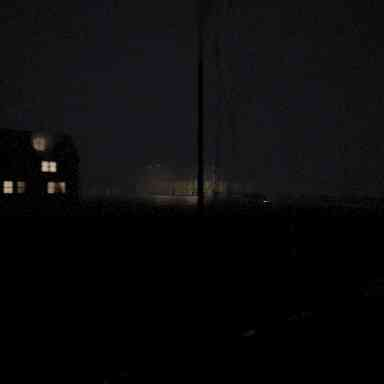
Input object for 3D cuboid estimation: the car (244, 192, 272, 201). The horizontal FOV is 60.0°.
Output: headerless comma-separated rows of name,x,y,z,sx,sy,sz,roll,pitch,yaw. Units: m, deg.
car,11.446,0.789,58.436,2.033,1.411,5.357,0,1,-35
